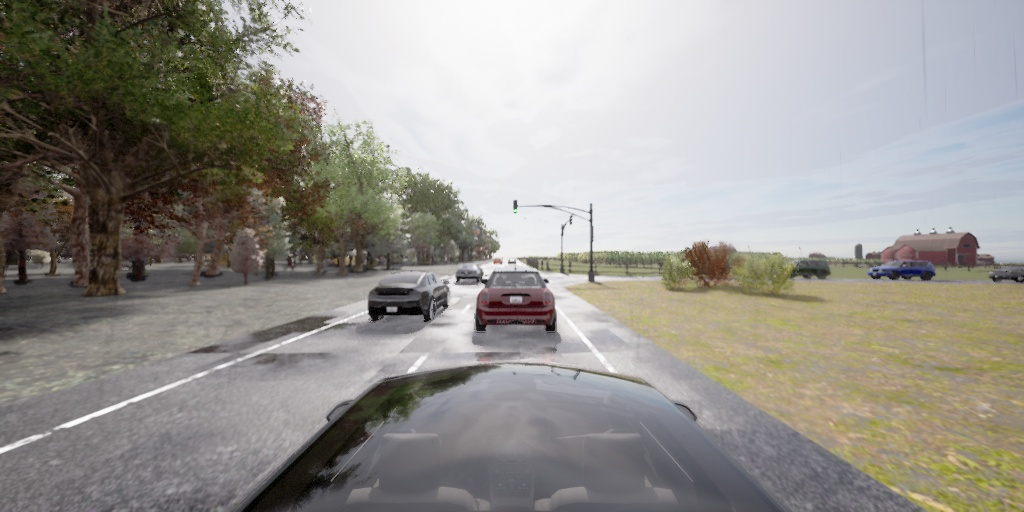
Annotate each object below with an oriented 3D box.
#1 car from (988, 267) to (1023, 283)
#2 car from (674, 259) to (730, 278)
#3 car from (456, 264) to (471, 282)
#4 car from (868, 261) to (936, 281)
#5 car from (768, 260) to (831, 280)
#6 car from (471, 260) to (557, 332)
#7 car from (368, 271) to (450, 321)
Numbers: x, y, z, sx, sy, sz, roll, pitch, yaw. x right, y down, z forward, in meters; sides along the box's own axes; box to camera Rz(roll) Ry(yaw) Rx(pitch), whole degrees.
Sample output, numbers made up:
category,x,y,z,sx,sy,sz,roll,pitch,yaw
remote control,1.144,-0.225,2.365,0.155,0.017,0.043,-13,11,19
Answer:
category,x,y,z,sx,sy,sz,roll,pitch,yaw
car,48.517,1.803,34.060,4.902,1.511,2.128,1,-1,1
car,19.921,1.287,37.838,5.566,2.045,2.150,1,-1,0
car,-3.393,1.334,29.240,2.033,1.411,5.357,0,0,0
car,40.929,1.513,37.713,5.566,2.045,2.150,0,-1,1
car,30.299,1.400,37.786,5.566,2.045,2.150,1,-1,0
car,0.098,1.114,11.049,2.097,1.767,4.553,0,0,0
car,-3.397,1.269,12.560,1.837,1.490,4.892,0,0,0
